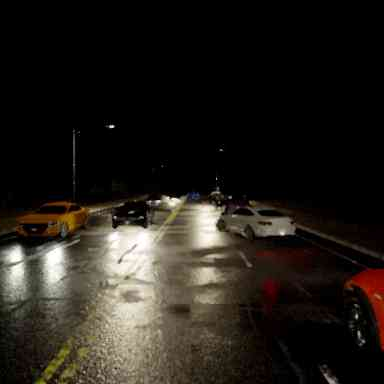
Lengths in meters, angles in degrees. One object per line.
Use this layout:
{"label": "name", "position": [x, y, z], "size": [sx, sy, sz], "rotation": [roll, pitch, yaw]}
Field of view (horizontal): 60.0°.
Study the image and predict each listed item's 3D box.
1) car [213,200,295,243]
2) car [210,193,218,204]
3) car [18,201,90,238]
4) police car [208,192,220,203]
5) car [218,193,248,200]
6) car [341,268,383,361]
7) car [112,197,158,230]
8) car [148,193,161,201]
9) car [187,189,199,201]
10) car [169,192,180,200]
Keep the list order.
{"label": "car", "position": [2.789, 1.320, 15.041], "size": [1.812, 1.442, 4.674], "rotation": [0, 1, -18]}
{"label": "car", "position": [3.373, 1.105, 36.169], "size": [1.895, 1.301, 4.718], "rotation": [0, 1, 0]}
{"label": "car", "position": [-6.545, 1.253, 16.274], "size": [1.882, 1.535, 5.008], "rotation": [0, 1, 0]}
{"label": "police car", "position": [3.410, 0.776, 47.246], "size": [1.930, 1.638, 5.238], "rotation": [0, 1, 0]}
{"label": "car", "position": [3.335, 1.087, 25.138], "size": [2.033, 1.649, 4.856], "rotation": [0, 1, 0]}
{"label": "car", "position": [3.261, 1.309, 3.109], "size": [2.097, 1.767, 4.553], "rotation": [0, 1, 0]}
{"label": "car", "position": [-3.285, 1.261, 19.242], "size": [1.812, 1.442, 4.674], "rotation": [0, 1, 0]}
{"label": "car", "position": [-6.364, 0.778, 56.942], "size": [1.994, 1.385, 4.181], "rotation": [0, 1, 1]}
{"label": "car", "position": [0.191, 0.712, 55.679], "size": [1.882, 1.535, 5.008], "rotation": [0, 1, 0]}
{"label": "car", "position": [-3.097, 0.654, 59.732], "size": [1.882, 1.535, 5.008], "rotation": [0, 1, 1]}
